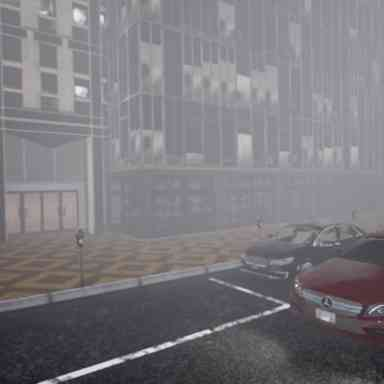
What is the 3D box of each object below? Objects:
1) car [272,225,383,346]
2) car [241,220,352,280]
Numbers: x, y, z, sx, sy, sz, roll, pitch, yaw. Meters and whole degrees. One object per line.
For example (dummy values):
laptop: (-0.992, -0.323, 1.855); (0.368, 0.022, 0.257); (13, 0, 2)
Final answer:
car: (3.775, 1.471, 6.057); (4.674, 1.442, 1.812); (-1, 0, -36)
car: (3.240, 1.485, 9.016); (4.403, 1.369, 2.008); (-1, -1, -36)
